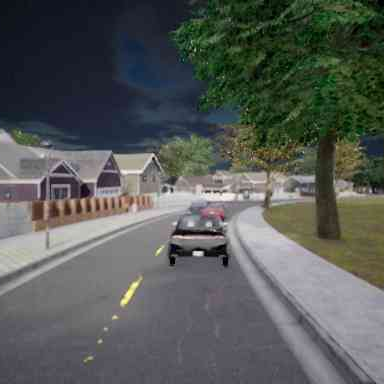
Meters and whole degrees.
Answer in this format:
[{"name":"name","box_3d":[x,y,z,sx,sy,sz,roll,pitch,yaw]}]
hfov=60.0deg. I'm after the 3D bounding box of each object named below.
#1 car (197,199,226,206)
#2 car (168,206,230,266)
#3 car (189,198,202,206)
[{"name":"car","box_3d":[1.882,1.532,27.091,1.994,1.385,4.181,0,0,9]},{"name":"car","box_3d":[0.283,1.472,11.531,2.128,1.511,4.902,0,0,3]},{"name":"car","box_3d":[0.916,1.459,37.058,1.812,1.442,4.674,0,0,14]}]
